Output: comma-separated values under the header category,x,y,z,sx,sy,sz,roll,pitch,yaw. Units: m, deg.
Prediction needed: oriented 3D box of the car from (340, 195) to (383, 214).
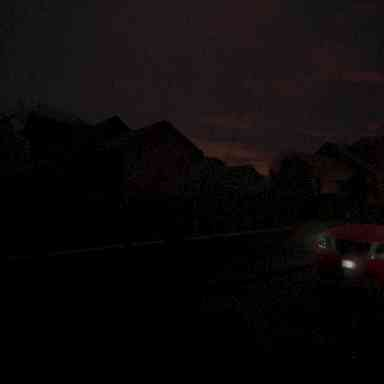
category,x,y,z,sx,sy,sz,roll,pitch,yaw
car,14.844,1.009,28.423,1.845,1.501,3.633,0,0,-39

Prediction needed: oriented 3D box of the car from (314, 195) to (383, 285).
category,x,y,z,sx,sy,sz,roll,pitch,yaw
car,5.551,1.167,8.678,5.566,2.045,2.150,0,0,-36
